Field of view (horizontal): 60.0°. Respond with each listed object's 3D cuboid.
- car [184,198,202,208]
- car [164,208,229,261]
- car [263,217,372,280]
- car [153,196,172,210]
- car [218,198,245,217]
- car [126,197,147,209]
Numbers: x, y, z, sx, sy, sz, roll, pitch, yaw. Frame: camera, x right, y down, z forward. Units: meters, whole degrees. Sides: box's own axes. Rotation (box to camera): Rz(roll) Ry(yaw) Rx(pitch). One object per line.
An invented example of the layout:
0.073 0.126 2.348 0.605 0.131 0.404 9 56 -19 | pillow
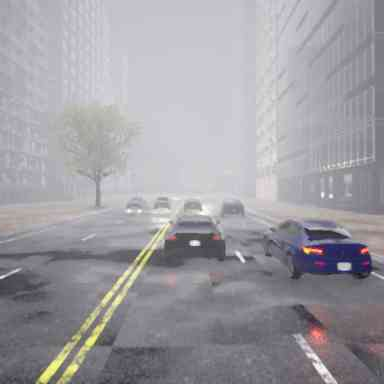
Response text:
0.090 1.321 36.489 1.994 1.385 4.181 0 0 0 | car
0.094 1.484 11.885 1.994 1.385 4.181 0 0 0 | car
3.346 1.461 9.626 1.812 1.442 4.674 0 0 0 | car
-3.307 1.254 38.008 1.837 1.490 4.892 0 0 0 | car
3.341 1.287 28.687 1.882 1.535 5.008 0 0 0 | car
-6.541 1.282 40.011 2.033 1.411 5.357 0 0 0 | car
